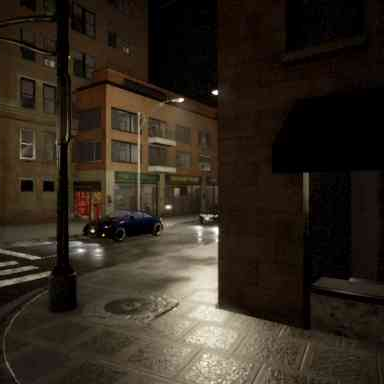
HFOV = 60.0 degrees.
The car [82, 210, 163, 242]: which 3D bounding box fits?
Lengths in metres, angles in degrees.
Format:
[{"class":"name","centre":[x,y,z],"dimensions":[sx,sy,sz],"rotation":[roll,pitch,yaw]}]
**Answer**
[{"class":"car","centre":[-3.346,1.593,16.696],"dimensions":[1.994,1.385,4.181],"rotation":[0,0,35]}]

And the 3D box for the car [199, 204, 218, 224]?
[{"class":"car","centre":[2.368,1.579,24.704],"dimensions":[1.812,1.442,4.674],"rotation":[0,0,35]}]
